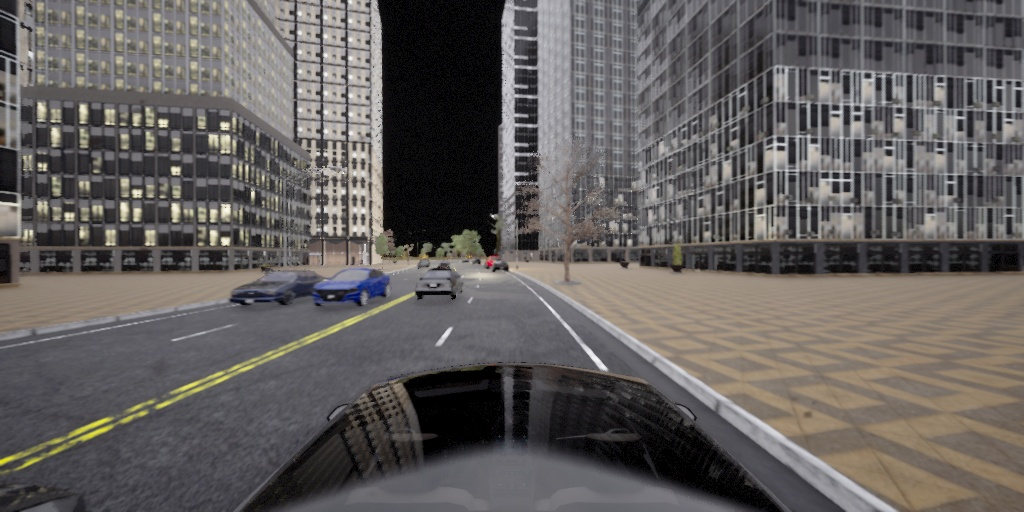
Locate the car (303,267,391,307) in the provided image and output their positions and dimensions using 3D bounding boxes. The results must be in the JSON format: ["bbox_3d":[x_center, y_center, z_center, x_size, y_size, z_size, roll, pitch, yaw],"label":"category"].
[{"bbox_3d":[-6.895,1.261,15.978,1.882,1.535,5.008,0,0,-2],"label":"car"}]

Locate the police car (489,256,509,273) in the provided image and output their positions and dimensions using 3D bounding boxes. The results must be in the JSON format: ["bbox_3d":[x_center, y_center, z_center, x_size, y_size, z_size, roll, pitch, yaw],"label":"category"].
[{"bbox_3d":[-1.483,1.192,44.885,1.930,1.638,5.238,0,0,-7],"label":"police car"}]

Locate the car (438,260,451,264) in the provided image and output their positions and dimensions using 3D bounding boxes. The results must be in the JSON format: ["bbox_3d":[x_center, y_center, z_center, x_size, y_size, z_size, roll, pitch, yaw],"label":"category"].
[{"bbox_3d":[-10.728,1.365,57.326,2.033,1.411,5.357,0,0,-8],"label":"car"}]

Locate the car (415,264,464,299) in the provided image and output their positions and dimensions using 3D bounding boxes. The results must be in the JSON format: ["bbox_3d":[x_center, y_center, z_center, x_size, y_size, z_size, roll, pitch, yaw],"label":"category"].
[{"bbox_3d":[-3.515,1.315,18.053,2.033,1.411,5.357,0,0,-3],"label":"car"}]

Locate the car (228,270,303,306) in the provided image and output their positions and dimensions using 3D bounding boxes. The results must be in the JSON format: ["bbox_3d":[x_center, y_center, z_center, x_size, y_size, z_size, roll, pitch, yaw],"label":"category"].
[{"bbox_3d":[-10.147,1.346,16.384,2.033,1.411,5.357,0,0,-2],"label":"car"}]

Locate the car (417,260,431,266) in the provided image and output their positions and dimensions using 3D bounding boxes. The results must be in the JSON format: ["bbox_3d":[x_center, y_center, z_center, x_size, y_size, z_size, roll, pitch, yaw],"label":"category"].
[{"bbox_3d":[-14.102,1.333,57.811,1.837,1.490,4.892,0,0,-8],"label":"car"}]

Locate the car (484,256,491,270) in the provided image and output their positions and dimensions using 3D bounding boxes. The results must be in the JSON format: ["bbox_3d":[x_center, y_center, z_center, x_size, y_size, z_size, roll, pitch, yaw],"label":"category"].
[{"bbox_3d":[-2.775,1.002,54.882,2.150,2.045,5.566,0,0,-8],"label":"car"}]
